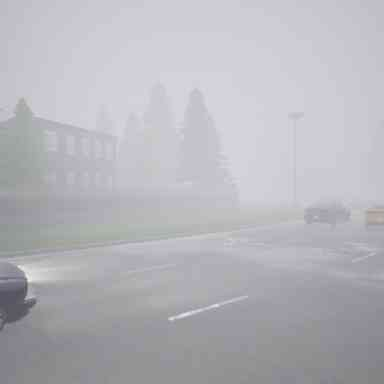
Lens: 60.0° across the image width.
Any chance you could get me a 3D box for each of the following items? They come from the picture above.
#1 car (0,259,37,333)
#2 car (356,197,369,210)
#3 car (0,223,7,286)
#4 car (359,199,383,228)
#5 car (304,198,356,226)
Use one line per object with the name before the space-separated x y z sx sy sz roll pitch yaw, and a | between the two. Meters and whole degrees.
car | -4.829 1.605 4.654 4.718 1.301 1.895 0 0 -36
car | 21.100 1.403 41.361 1.812 1.442 4.674 0 0 6
car | -6.778 1.568 7.660 4.181 1.385 1.994 0 0 -36
car | 12.279 1.411 20.864 1.882 1.535 5.008 0 0 40
car | 9.382 1.415 22.836 1.882 1.535 5.008 0 0 40
